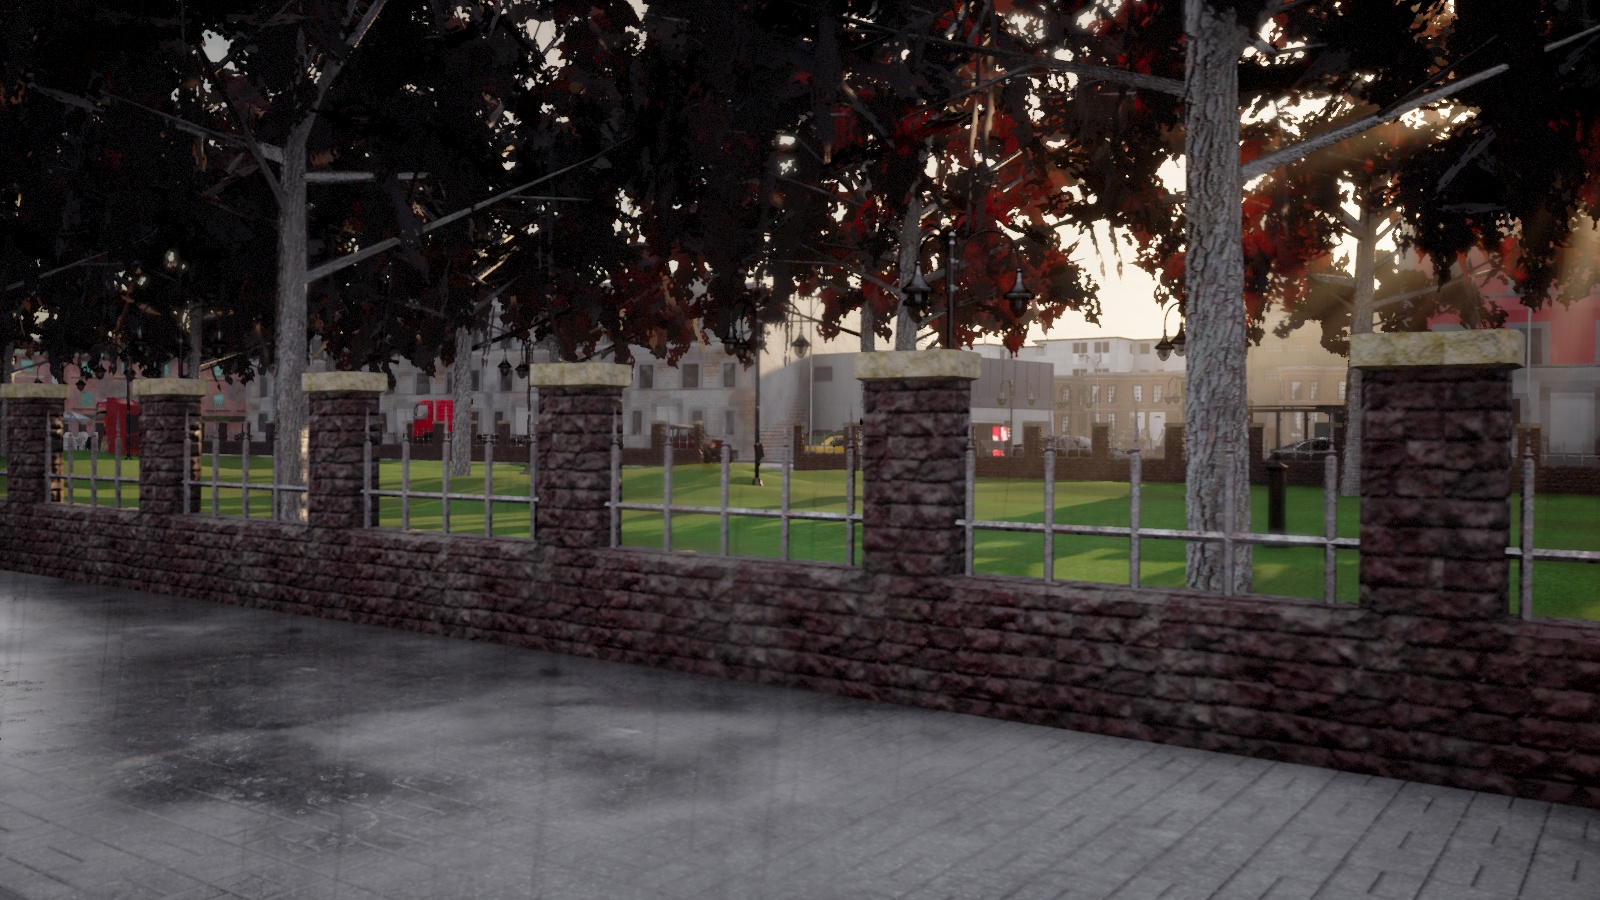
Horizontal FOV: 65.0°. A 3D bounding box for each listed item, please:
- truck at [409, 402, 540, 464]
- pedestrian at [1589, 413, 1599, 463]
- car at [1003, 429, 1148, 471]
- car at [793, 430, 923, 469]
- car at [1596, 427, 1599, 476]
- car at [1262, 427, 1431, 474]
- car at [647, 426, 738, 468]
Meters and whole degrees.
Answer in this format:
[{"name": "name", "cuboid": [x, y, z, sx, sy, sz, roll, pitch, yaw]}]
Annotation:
[{"name": "truck", "cuboid": [-18.935, -0.958, 72.855, 7.936, 3.462, 2.891, 0, 1, 35]}, {"name": "pedestrian", "cuboid": [28.807, -0.429, 45.015, 0.869, 1.805, 0.328, 0, 1, 26]}, {"name": "car", "cuboid": [10.387, -0.016, 47.425, 4.902, 1.511, 2.128, 0, 1, 35]}, {"name": "car", "cuboid": [2.401, -0.018, 53.032, 5.366, 1.575, 1.801, 0, 1, 35]}, {"name": "car", "cuboid": [25.960, 0.024, 36.500, 4.674, 1.442, 1.812, 0, 1, 36]}, {"name": "car", "cuboid": [18.198, 0.018, 41.938, 4.892, 1.490, 1.837, 0, 1, 35]}, {"name": "car", "cuboid": [-4.988, -0.147, 58.216, 3.866, 1.878, 1.905, 0, 1, 35]}]
